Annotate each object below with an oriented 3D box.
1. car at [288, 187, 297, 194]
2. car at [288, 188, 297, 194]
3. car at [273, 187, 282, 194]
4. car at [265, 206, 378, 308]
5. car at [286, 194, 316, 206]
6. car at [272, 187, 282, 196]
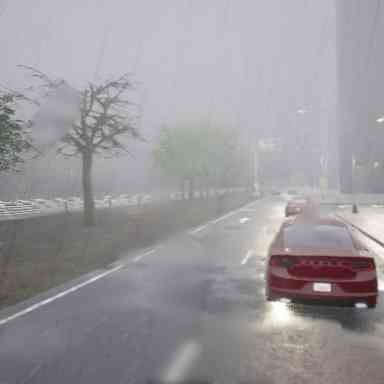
[{"bbox_3d":[25.474,-0.356,84.567,2.128,1.511,4.902,-1,1,17],"label":"car"},{"bbox_3d":[22.519,0.021,74.582,2.128,1.511,4.902,-1,1,17],"label":"car"},{"bbox_3d":[22.106,-0.440,85.533,2.097,1.767,4.553,-1,1,17],"label":"car"},{"bbox_3d":[2.781,1.330,7.693,1.882,1.535,5.008,-1,1,17],"label":"car"},{"bbox_3d":[7.935,1.100,24.215,1.994,1.385,4.181,-1,1,23],"label":"car"},{"bbox_3d":[19.165,0.121,75.579,2.033,1.411,5.357,-1,1,17],"label":"car"}]
